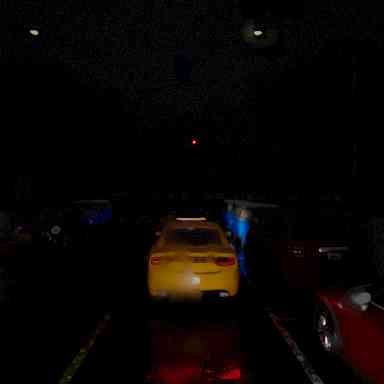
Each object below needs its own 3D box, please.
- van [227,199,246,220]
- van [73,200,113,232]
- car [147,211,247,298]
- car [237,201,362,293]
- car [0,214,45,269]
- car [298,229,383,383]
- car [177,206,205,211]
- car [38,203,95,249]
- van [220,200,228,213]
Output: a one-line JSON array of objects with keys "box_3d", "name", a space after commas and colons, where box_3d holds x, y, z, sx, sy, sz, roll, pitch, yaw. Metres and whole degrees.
[{"box_3d": [2.687, 1.342, 14.200, 1.690, 1.788, 3.998, 0, 0, 0], "name": "van"}, {"box_3d": [-5.868, 1.343, 19.592, 1.690, 1.788, 3.998, 0, 0, 0], "name": "van"}, {"box_3d": [0.038, 1.478, 8.590, 1.882, 1.535, 5.008, 0, 0, 0], "name": "car"}, {"box_3d": [2.716, 1.315, 8.763, 2.192, 1.841, 5.009, 0, 0, 0], "name": "car"}, {"box_3d": [-5.808, 1.526, 8.547, 1.752, 1.417, 4.829, 0, 0, 0], "name": "car"}, {"box_3d": [2.746, 1.440, 3.325, 1.967, 1.590, 4.097, 0, 0, 0], "name": "car"}, {"box_3d": [-0.051, 1.493, 18.092, 2.128, 1.511, 4.902, 0, 0, 0], "name": "car"}, {"box_3d": [-5.838, 1.441, 14.154, 1.967, 1.590, 4.097, 0, 0, 0], "name": "car"}, {"box_3d": [2.657, 1.343, 19.638, 1.690, 1.788, 3.998, 0, 0, 0], "name": "van"}]
